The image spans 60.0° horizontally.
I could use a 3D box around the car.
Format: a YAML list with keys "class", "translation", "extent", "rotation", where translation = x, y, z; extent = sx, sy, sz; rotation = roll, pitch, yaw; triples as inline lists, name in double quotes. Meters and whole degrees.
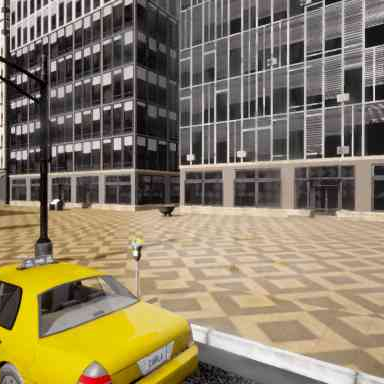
- class: "car"
  translation: [-2.207, 1.525, 4.466]
  extent: [4.829, 1.417, 1.752]
  rotation: [0, 0, 36]
